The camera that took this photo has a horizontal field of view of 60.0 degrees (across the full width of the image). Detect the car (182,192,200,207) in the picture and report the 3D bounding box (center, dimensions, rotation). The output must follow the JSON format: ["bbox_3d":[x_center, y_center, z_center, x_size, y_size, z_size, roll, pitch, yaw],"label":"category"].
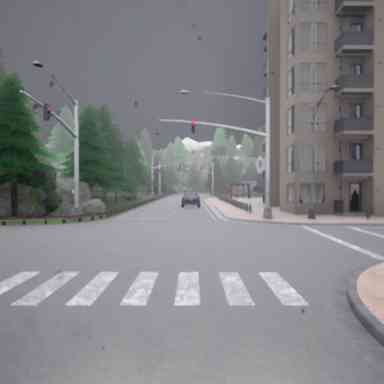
[{"bbox_3d":[-0.113,0.800,39.022,2.097,1.767,4.553,0,1,0],"label":"car"}]
